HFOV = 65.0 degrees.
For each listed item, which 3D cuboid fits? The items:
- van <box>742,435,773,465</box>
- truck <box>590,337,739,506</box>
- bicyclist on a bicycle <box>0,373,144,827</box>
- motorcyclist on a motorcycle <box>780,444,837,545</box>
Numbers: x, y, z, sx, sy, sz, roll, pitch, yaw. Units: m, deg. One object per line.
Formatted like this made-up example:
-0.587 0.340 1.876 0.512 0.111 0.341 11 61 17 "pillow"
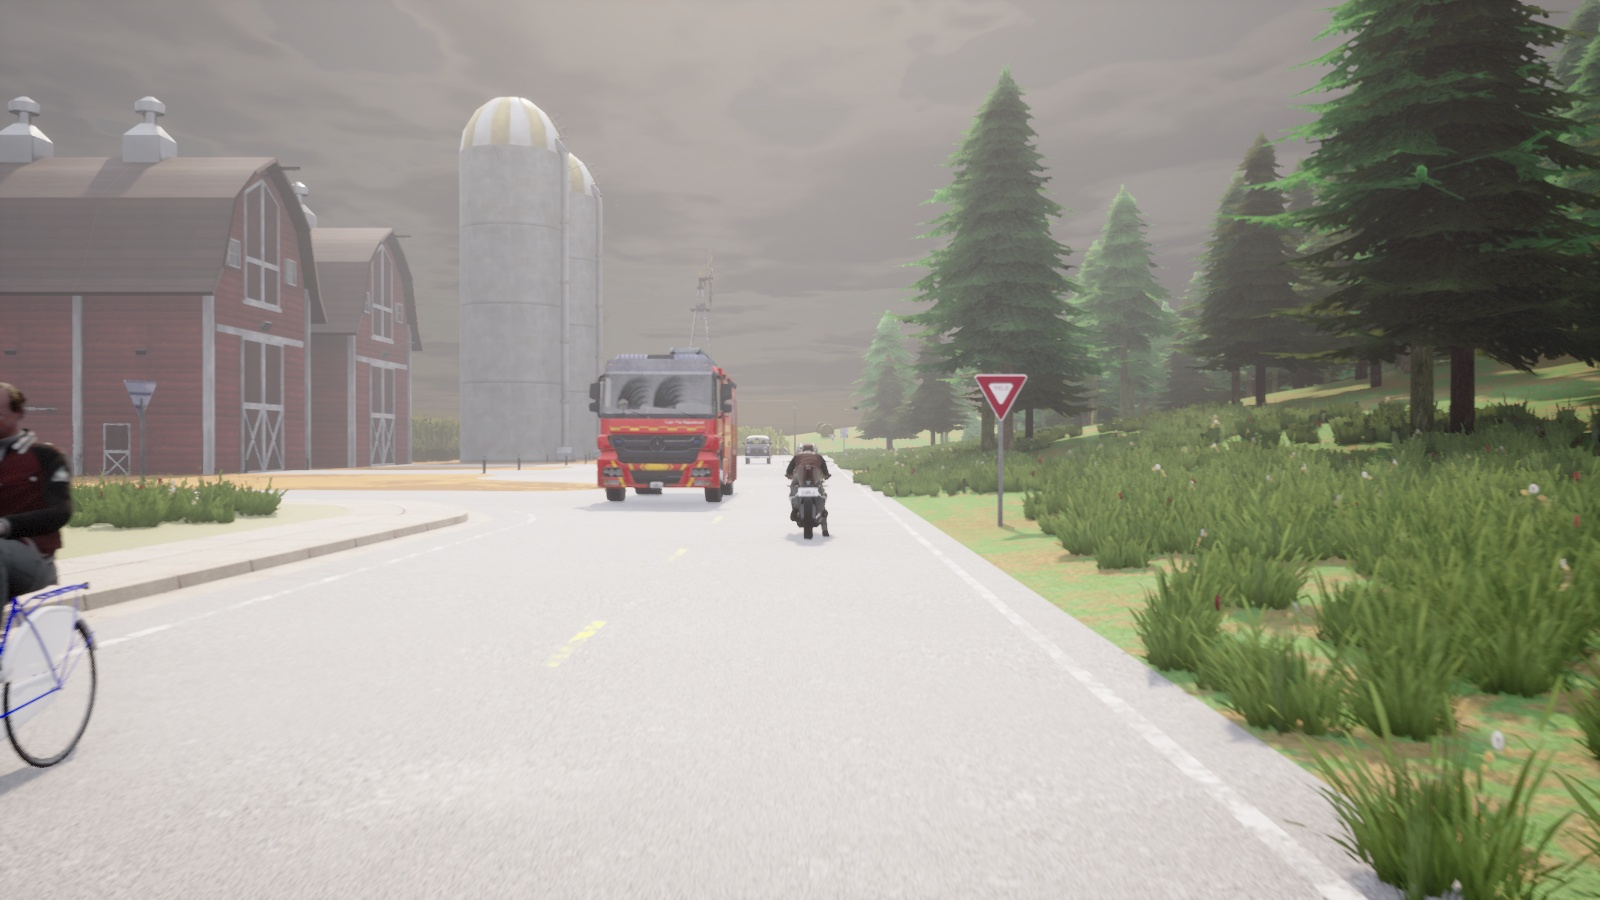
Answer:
-2.979 -0.033 88.766 2.069 2.038 4.480 0 0 0 "van"
-3.295 -0.633 32.835 2.891 3.827 8.468 0 0 0 "truck"
-3.457 0.586 5.059 0.659 1.776 1.843 0 0 0 "bicyclist on a bicycle"
0.130 0.668 20.216 0.866 1.530 2.191 0 0 0 "motorcyclist on a motorcycle"
